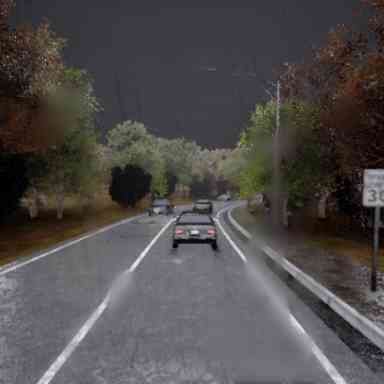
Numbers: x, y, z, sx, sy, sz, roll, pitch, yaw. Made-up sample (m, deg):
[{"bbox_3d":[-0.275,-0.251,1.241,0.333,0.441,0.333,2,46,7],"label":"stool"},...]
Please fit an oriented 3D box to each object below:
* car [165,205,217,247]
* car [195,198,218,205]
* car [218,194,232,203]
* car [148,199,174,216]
[{"bbox_3d":[0.123,1.531,14.826,2.033,1.411,5.357,0,0,0],"label":"car"},{"bbox_3d":[1.289,1.475,34.959,2.128,1.511,4.902,1,0,7],"label":"car"},{"bbox_3d":[6.895,1.298,70.554,2.097,1.767,4.553,2,0,22],"label":"car"},{"bbox_3d":[-2.818,1.445,31.277,2.128,1.511,4.902,0,0,6],"label":"car"}]
